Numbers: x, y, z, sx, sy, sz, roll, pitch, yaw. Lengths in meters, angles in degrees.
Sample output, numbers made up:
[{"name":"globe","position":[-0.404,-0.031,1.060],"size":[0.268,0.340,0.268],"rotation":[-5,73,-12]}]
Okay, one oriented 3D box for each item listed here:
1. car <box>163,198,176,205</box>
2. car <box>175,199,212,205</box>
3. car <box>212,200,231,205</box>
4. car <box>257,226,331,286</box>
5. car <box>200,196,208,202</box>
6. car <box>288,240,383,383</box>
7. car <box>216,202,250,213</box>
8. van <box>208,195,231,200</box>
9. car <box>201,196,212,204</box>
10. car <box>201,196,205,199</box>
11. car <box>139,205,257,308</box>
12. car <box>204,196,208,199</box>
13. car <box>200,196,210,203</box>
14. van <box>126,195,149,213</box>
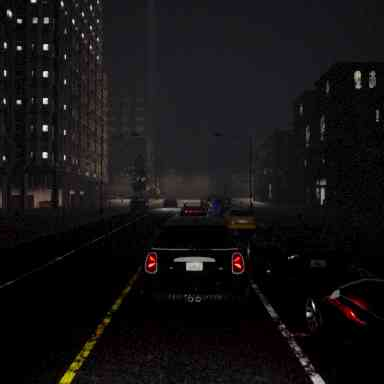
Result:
[{"name":"car","position":[-3.029,1.570,47.270],"size":[1.994,1.385,4.181],"rotation":[0,0,0]},{"name":"car","position":[0.088,1.497,24.325],"size":[2.128,1.511,4.902],"rotation":[0,0,0]},{"name":"car","position":[2.691,1.556,25.163],"size":[2.008,1.369,4.403],"rotation":[1,0,0]},{"name":"car","position":[2.698,1.568,9.194],"size":[1.947,1.339,4.313],"rotation":[1,0,0]},{"name":"car","position":[2.791,1.576,79.937],"size":[1.802,1.307,4.206],"rotation":[1,0,0]},{"name":"car","position":[2.700,1.567,3.650],"size":[1.947,1.339,4.313],"rotation":[1,0,0]},{"name":"car","position":[2.694,1.530,19.855],"size":[1.752,1.417,4.829],"rotation":[1,0,0]},{"name":"van","position":[2.692,1.347,30.642],"size":[1.690,1.788,3.998],"rotation":[1,0,0]},{"name":"car","position":[2.674,1.566,63.507],"size":[1.947,1.339,4.313],"rotation":[1,0,0]},{"name":"car","position":[2.688,1.321,41.597],"size":[2.192,1.841,5.009],"rotation":[1,0,0]},{"name":"car","position":[0.086,1.354,8.088],"size":[2.097,1.767,4.553],"rotation":[0,0,1]},{"name":"car","position":[2.688,1.446,36.119],"size":[1.967,1.590,4.097],"rotation":[1,0,0]},{"name":"car","position":[2.672,1.549,68.985],"size":[2.008,1.369,4.403],"rotation":[1,0,0]},{"name":"van","position":[-5.690,1.347,36.112],"size":[1.690,1.788,3.998],"rotation":[1,0,0]}]
